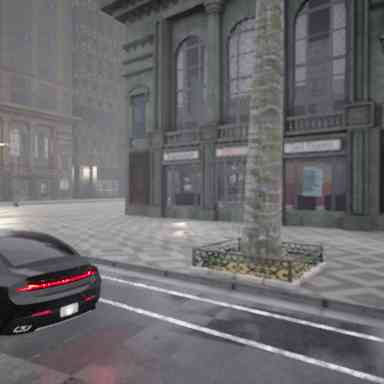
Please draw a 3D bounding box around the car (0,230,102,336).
[{"bbox_3d":[-3.813,1.495,6.406,4.892,1.490,1.837,1,0,36],"label":"car"}]
